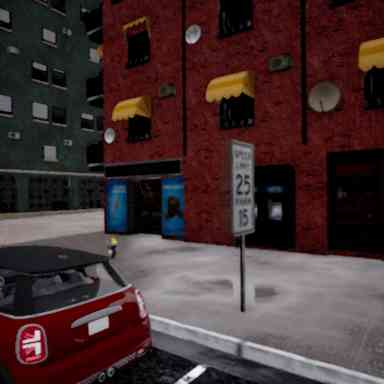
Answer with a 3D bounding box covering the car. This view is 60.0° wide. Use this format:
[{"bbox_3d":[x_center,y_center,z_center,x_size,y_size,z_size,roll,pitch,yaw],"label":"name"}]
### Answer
[{"bbox_3d":[-2.588,1.484,4.723,4.097,1.590,1.967,-1,-1,35],"label":"car"}]
